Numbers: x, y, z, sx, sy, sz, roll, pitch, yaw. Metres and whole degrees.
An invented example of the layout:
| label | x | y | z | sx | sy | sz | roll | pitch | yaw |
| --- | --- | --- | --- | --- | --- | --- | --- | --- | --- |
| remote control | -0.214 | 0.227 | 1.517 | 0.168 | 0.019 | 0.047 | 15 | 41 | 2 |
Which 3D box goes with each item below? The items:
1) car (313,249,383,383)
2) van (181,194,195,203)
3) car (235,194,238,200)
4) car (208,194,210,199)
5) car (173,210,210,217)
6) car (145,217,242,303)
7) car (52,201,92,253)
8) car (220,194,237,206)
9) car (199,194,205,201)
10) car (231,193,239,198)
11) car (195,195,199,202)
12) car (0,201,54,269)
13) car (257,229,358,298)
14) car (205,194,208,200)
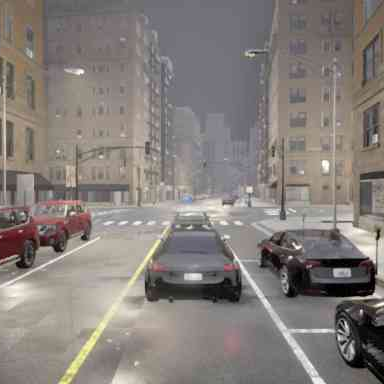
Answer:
| label | x | y | z | sx | sy | sz | roll | pitch | yaw |
| --- | --- | --- | --- | --- | --- | --- | --- | --- | --- |
| car | 2.850 | 1.565 | 2.863 | 1.947 | 1.339 | 4.313 | -1 | 0 | 0 |
| van | -1.075 | 1.236 | 64.878 | 1.690 | 1.788 | 3.998 | 0 | 0 | 9 |
| car | 7.351 | 1.475 | 63.574 | 1.947 | 1.339 | 4.313 | 0 | 0 | 9 |
| car | 3.132 | 1.291 | 92.039 | 1.967 | 1.590 | 4.097 | 0 | 0 | 9 |
| car | -0.022 | 1.592 | 17.068 | 1.895 | 1.301 | 4.718 | 0 | 0 | 0 |
| car | 0.038 | 1.560 | 8.253 | 1.994 | 1.385 | 4.181 | 0 | 0 | 0 |
| car | -5.695 | 1.308 | 13.857 | 2.192 | 1.841 | 5.009 | -1 | 0 | 0 |
| car | 5.668 | 1.503 | 52.710 | 1.947 | 1.339 | 4.313 | 0 | 0 | 9 |
| car | 1.424 | 1.389 | 81.006 | 1.752 | 1.417 | 4.829 | 0 | 0 | 9 |
| car | 10.715 | 1.185 | 85.302 | 2.192 | 1.841 | 5.009 | 0 | 0 | 9 |
| car | -0.234 | 1.323 | 70.311 | 1.967 | 1.590 | 4.097 | 0 | 0 | 9 |
| car | -5.687 | 1.311 | 8.349 | 2.192 | 1.841 | 5.009 | -1 | 0 | 0 |
| car | 2.841 | 1.562 | 8.370 | 1.947 | 1.339 | 4.313 | -1 | 0 | 0 |
| car | 2.292 | 1.438 | 86.607 | 1.802 | 1.307 | 4.206 | 0 | 0 | 9 |
